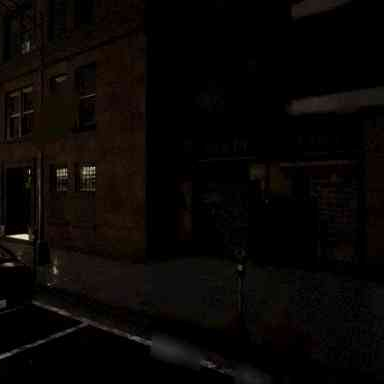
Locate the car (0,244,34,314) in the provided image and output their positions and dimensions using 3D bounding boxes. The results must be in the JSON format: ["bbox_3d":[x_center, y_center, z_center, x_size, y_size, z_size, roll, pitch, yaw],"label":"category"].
[{"bbox_3d":[-4.827,1.551,6.510,4.403,1.369,2.008,0,0,35],"label":"car"}]
